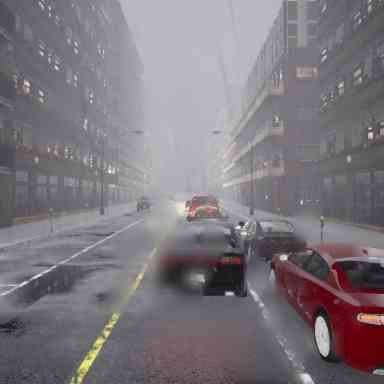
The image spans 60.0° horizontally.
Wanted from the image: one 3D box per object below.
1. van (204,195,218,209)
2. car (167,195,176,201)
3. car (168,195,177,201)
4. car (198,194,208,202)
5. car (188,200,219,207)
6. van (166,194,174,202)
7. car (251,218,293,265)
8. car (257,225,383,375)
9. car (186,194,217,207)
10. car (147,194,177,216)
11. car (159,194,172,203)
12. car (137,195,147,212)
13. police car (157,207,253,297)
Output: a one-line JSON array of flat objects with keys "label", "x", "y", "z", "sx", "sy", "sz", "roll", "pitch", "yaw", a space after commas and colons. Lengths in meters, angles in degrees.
[{"label": "van", "x": 2.575, "y": 1.350, "z": 45.400, "sx": 1.690, "sy": 1.788, "sz": 3.998, "roll": 1, "pitch": 0, "yaw": 0}, {"label": "car", "x": -5.307, "y": 1.569, "z": 85.066, "sx": 2.008, "sy": 1.369, "sz": 4.403, "roll": 1, "pitch": 0, "yaw": 0}, {"label": "car", "x": -5.307, "y": 1.586, "z": 90.737, "sx": 1.947, "sy": 1.339, "sz": 4.313, "roll": 1, "pitch": 0, "yaw": 0}, {"label": "car", "x": 2.576, "y": 1.332, "z": 79.425, "sx": 2.192, "sy": 1.841, "sz": 5.009, "roll": 1, "pitch": 0, "yaw": 0}, {"label": "car", "x": 0.823, "y": 1.459, "z": 18.734, "sx": 1.801, "sy": 1.575, "sz": 5.366, "roll": 0, "pitch": 0, "yaw": 0}, {"label": "van", "x": -5.305, "y": 1.358, "z": 79.396, "sx": 1.690, "sy": 1.788, "sz": 3.998, "roll": 1, "pitch": 0, "yaw": 0}, {"label": "car", "x": 2.572, "y": 1.553, "z": 11.375, "sx": 2.008, "sy": 1.369, "sz": 4.403, "roll": 1, "pitch": 0, "yaw": 0}, {"label": "car", "x": 2.572, "y": 1.546, "z": 5.704, "sx": 1.887, "sy": 1.381, "sz": 4.507, "roll": 1, "pitch": 0, "yaw": 0}, {"label": "car", "x": 0.823, "y": 1.230, "z": 24.574, "sx": 2.150, "sy": 2.045, "sz": 5.566, "roll": 0, "pitch": 0, "yaw": 0}, {"label": "car", "x": -2.752, "y": 1.228, "z": 32.907, "sx": 2.150, "sy": 2.045, "sz": 5.566, "roll": 0, "pitch": 0, "yaw": 0}, {"label": "car", "x": -5.304, "y": 1.329, "z": 68.054, "sx": 2.192, "sy": 1.841, "sz": 5.009, "roll": 1, "pitch": 0, "yaw": 0}, {"label": "car", "x": -5.305, "y": 1.323, "z": 39.699, "sx": 2.192, "sy": 1.841, "sz": 5.009, "roll": 1, "pitch": 0, "yaw": 0}, {"label": "police car", "x": 0.434, "y": 1.426, "z": 8.799, "sx": 1.930, "sy": 1.638, "sz": 5.238, "roll": 0, "pitch": 0, "yaw": 7}]
